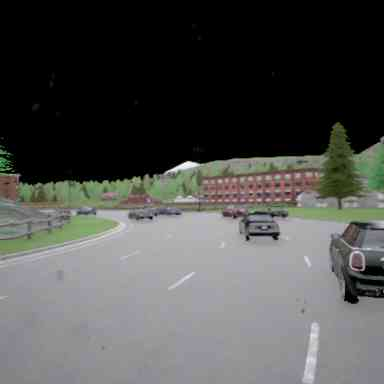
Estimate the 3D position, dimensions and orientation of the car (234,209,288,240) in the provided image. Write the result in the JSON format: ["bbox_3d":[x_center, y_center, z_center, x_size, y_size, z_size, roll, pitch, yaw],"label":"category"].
[{"bbox_3d":[3.909,1.977,19.891,2.033,1.411,5.357,-1,-1,3],"label":"car"}]

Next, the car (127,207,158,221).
[{"bbox_3d":[-6.195,2.628,39.558,2.033,1.411,5.357,0,-2,-26],"label":"car"}]

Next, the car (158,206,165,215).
[{"bbox_3d":[-6.324,2.806,46.746,2.033,1.411,5.357,0,-2,-34],"label":"car"}]

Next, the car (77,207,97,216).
[{"bbox_3d":[-17.241,3.159,54.505,1.812,1.442,4.674,0,-2,-42],"label":"car"}]

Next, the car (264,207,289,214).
[{"bbox_3d":[8.993,2.390,38.158,1.895,1.301,4.718,0,-1,-17],"label":"car"}]

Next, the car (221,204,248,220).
[{"bbox_3d":[4.951,2.219,38.560,2.097,1.767,4.553,-1,-1,-17],"label":"car"}]

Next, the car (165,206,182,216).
[{"bbox_3d":[-3.672,2.829,49.540,2.033,1.411,5.357,0,-2,-37],"label":"car"}]

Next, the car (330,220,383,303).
[{"bbox_3d":[4.747,1.487,8.426,2.097,1.767,4.553,-2,-2,19],"label":"car"}]
